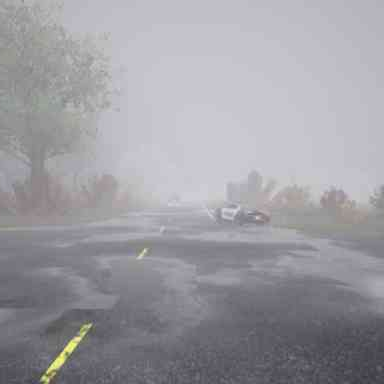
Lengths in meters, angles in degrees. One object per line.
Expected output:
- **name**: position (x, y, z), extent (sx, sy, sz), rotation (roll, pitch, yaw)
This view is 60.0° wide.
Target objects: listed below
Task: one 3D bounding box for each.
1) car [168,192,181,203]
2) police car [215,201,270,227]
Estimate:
- **car**: position (-3.489, 1.094, 67.198), extent (2.150, 2.045, 5.566), rotation (0, 0, 0)
- **police car**: position (3.262, 1.433, 22.974), extent (2.038, 1.542, 4.974), rotation (2, 0, -21)
